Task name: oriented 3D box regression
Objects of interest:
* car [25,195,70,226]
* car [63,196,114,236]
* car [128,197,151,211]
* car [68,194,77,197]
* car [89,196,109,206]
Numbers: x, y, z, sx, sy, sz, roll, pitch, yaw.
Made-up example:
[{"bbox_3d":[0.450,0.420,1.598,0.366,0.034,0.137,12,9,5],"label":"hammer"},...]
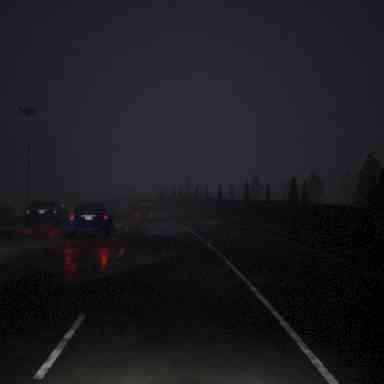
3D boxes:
[{"bbox_3d":[-10.117,1.303,23.317,2.097,1.767,4.553,0,0,-14],"label":"car"},{"bbox_3d":[-5.448,1.308,18.377,2.097,1.767,4.553,0,0,-11],"label":"car"},{"bbox_3d":[-6.164,1.353,38.218,1.801,1.575,5.366,0,0,-21],"label":"car"},{"bbox_3d":[-24.451,1.200,67.292,1.837,1.490,4.892,0,0,-41],"label":"car"},{"bbox_3d":[-15.176,1.393,54.165,1.812,1.442,4.674,0,0,-33],"label":"car"}]
